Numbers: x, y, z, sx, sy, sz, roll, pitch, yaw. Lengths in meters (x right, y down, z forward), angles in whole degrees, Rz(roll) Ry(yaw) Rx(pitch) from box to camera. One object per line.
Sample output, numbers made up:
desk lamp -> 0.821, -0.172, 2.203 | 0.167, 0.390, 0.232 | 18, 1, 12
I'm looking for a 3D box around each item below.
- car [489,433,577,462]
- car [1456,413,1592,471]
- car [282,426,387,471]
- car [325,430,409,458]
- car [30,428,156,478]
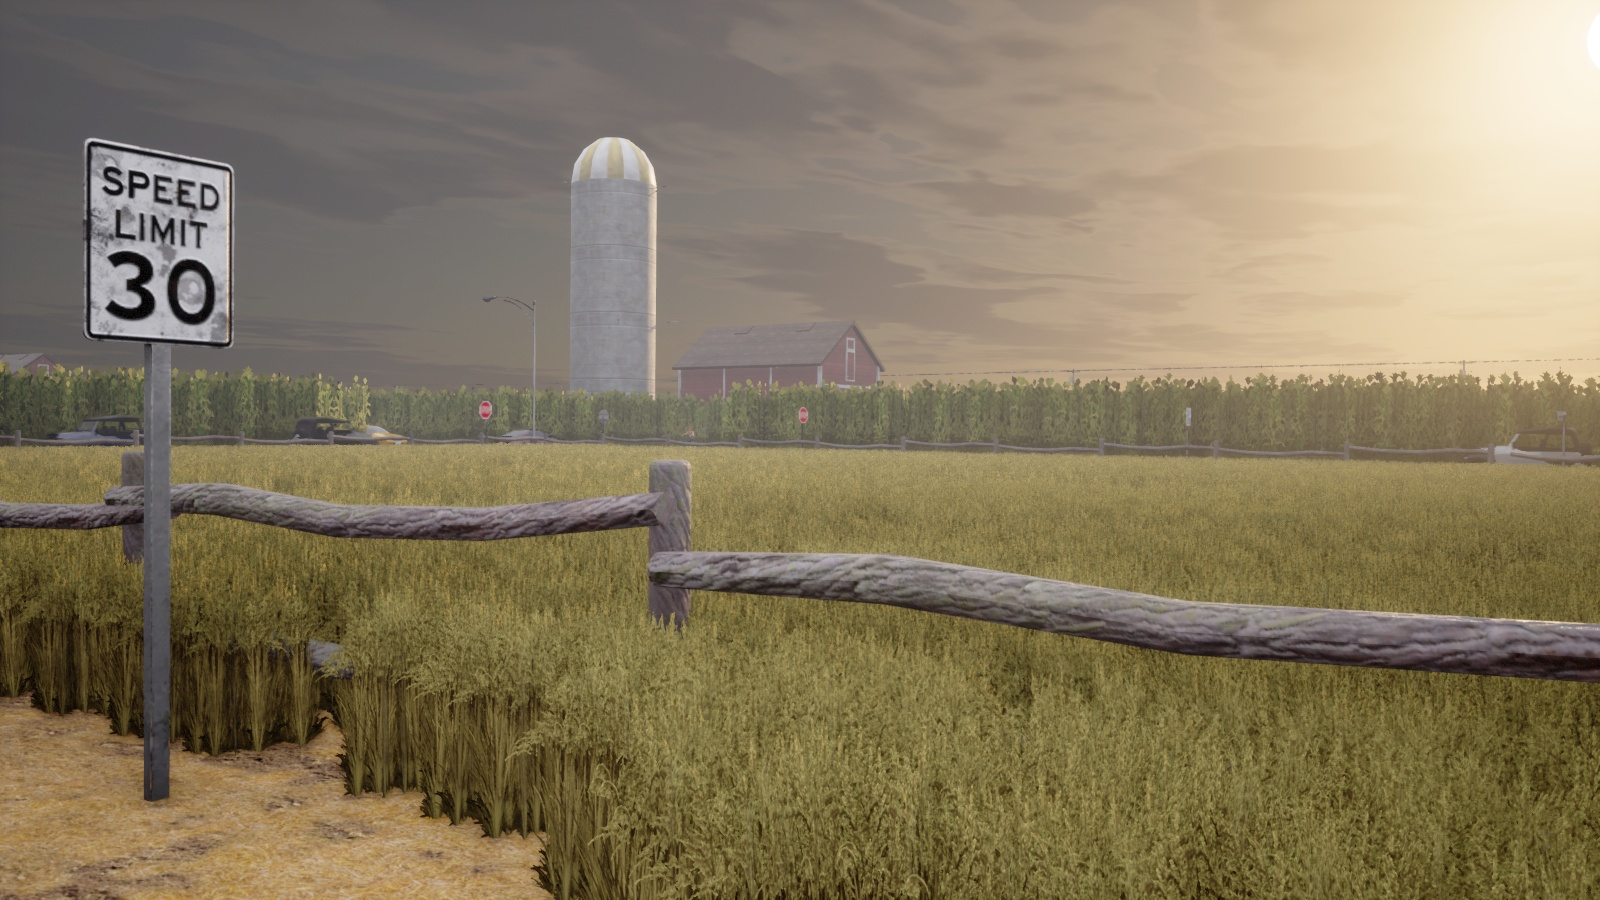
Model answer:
car -> -13.715, -0.160, 64.644 | 1.994, 1.385, 4.181 | 0, 1, 35
car -> 24.288, -0.271, 42.181 | 3.866, 1.878, 1.905 | 0, 1, 31
car -> -20.376, -0.110, 55.079 | 1.905, 1.878, 3.866 | 0, 1, 35
car -> -25.212, -0.358, 73.115 | 5.366, 1.575, 1.801 | 0, 1, 35
car -> -27.912, 0.082, 49.683 | 1.905, 1.878, 3.866 | 0, 1, 35
